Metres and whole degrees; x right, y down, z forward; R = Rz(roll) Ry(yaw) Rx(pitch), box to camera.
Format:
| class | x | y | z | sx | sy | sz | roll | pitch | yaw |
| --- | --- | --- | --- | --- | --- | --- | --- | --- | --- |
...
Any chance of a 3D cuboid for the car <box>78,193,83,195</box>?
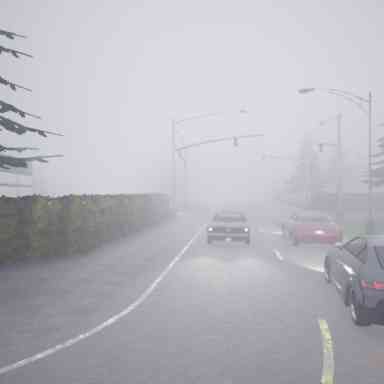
| class | x | y | z | sx | sy | sz | roll | pitch | yaw |
| --- | --- | --- | --- | --- | --- | --- | --- | --- | --- |
| car | -26.051 | 1.059 | 78.241 | 1.905 | 1.878 | 3.866 | 0 | 0 | 8 |

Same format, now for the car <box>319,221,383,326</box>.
| class | x | y | z | sx | sy | sz | roll | pitch | yaw |
| --- | --- | --- | --- | --- | --- | --- | --- | --- | --- |
| car | 3.996 | 1.561 | 6.790 | 1.994 | 1.385 | 4.181 | 0 | 0 | 14 |

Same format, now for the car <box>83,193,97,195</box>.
| class | x | y | z | sx | sy | sz | roll | pitch | yaw |
| --- | --- | --- | --- | --- | --- | --- | --- | --- | --- |
| car | -23.116 | 1.079 | 78.259 | 1.932 | 1.855 | 4.605 | 0 | 0 | 8 |

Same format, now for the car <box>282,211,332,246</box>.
| class | x | y | z | sx | sy | sz | roll | pitch | yaw |
| --- | --- | --- | --- | --- | --- | --- | --- | --- | --- |
| car | 5.299 | 1.558 | 15.098 | 1.994 | 1.385 | 4.181 | 0 | 0 | 8 |

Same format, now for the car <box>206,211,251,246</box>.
| class | x | y | z | sx | sy | sz | roll | pitch | yaw |
| --- | --- | --- | --- | --- | --- | --- | --- | --- | --- |
| car | 1.745 | 1.596 | 15.524 | 1.895 | 1.301 | 4.718 | 0 | 0 | 8 |

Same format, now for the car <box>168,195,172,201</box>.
| class | x | y | z | sx | sy | sz | roll | pitch | yaw |
| --- | --- | --- | --- | --- | --- | --- | --- | --- | --- |
| car | -4.720 | 1.352 | 75.624 | 1.845 | 1.501 | 3.633 | 0 | 0 | 8 |
